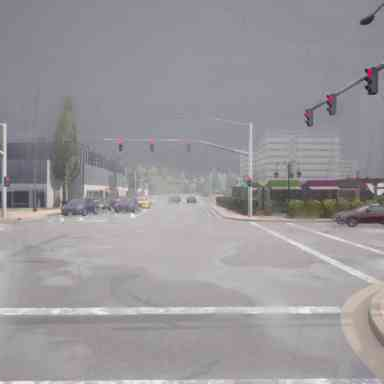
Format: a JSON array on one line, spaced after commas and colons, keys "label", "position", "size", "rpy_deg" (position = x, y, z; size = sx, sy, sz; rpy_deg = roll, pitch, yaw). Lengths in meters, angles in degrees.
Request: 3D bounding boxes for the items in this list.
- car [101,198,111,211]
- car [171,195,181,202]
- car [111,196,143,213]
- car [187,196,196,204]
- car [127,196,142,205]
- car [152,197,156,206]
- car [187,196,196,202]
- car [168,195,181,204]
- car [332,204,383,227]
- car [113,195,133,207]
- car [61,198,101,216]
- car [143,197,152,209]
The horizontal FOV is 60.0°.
[{"label": "car", "position": [-10.642, 1.492, 41.350], "size": [2.128, 1.511, 4.902], "rpy_deg": [0, 0, 0]}, {"label": "car", "position": [-3.587, 1.425, 74.922], "size": [1.994, 1.385, 4.181], "rpy_deg": [0, 0, 0]}, {"label": "car", "position": [-7.130, 1.351, 36.736], "size": [2.097, 1.767, 4.553], "rpy_deg": [0, 0, 0]}, {"label": "car", "position": [-0.075, 1.491, 64.652], "size": [2.128, 1.511, 4.902], "rpy_deg": [0, 0, 0]}, {"label": "car", "position": [-10.632, 1.505, 61.498], "size": [1.837, 1.490, 4.892], "rpy_deg": [0, 0, 0]}, {"label": "car", "position": [-7.137, 1.526, 56.261], "size": [1.812, 1.442, 4.674], "rpy_deg": [0, 0, 0]}, {"label": "car", "position": [-0.088, 1.468, 74.958], "size": [1.895, 1.301, 4.718], "rpy_deg": [0, 0, 0]}, {"label": "car", "position": [-3.575, 1.547, 64.648], "size": [2.033, 1.411, 5.357], "rpy_deg": [0, 0, 0]}, {"label": "car", "position": [11.780, 1.526, 21.998], "size": [4.674, 1.442, 1.812], "rpy_deg": [0, 0, 1]}, {"label": "car", "position": [-10.647, 1.352, 51.496], "size": [2.097, 1.767, 4.553], "rpy_deg": [0, 0, 0]}, {"label": "car", "position": [-10.741, 1.351, 31.878], "size": [2.097, 1.767, 4.553], "rpy_deg": [0, 0, 2]}, {"label": "car", "position": [-7.139, 1.477, 46.299], "size": [1.882, 1.535, 5.008], "rpy_deg": [0, 0, 0]}]
